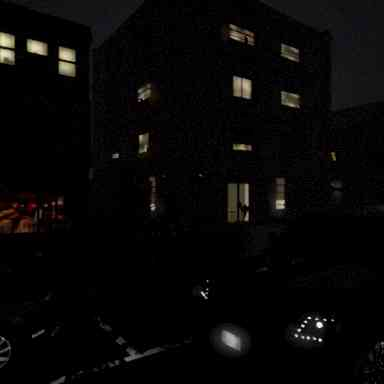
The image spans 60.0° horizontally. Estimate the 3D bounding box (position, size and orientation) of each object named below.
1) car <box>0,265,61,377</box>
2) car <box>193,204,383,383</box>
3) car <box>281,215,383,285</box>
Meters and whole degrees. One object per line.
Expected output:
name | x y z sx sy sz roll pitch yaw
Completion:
car | -3.861 1.548 3.807 4.403 1.369 2.008 0 0 -36
car | 2.664 1.236 5.159 5.566 2.045 2.150 0 0 -36
car | 4.989 1.554 10.131 4.829 1.417 1.752 0 0 -36
